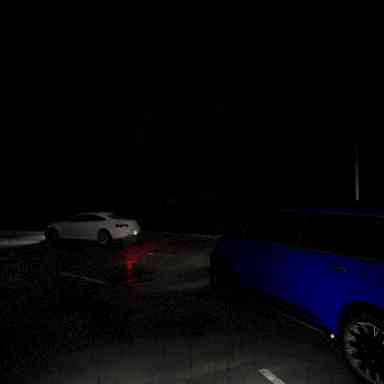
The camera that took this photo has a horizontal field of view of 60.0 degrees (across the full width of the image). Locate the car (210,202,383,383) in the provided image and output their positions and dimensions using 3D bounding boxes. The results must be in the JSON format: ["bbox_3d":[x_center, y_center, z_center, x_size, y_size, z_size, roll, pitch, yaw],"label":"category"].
[{"bbox_3d":[2.302,1.175,5.443,2.150,2.045,5.566,0,0,-23],"label":"car"}]

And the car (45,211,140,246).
[{"bbox_3d":[-4.682,1.627,15.624,4.674,1.442,1.812,-1,0,21],"label":"car"}]
